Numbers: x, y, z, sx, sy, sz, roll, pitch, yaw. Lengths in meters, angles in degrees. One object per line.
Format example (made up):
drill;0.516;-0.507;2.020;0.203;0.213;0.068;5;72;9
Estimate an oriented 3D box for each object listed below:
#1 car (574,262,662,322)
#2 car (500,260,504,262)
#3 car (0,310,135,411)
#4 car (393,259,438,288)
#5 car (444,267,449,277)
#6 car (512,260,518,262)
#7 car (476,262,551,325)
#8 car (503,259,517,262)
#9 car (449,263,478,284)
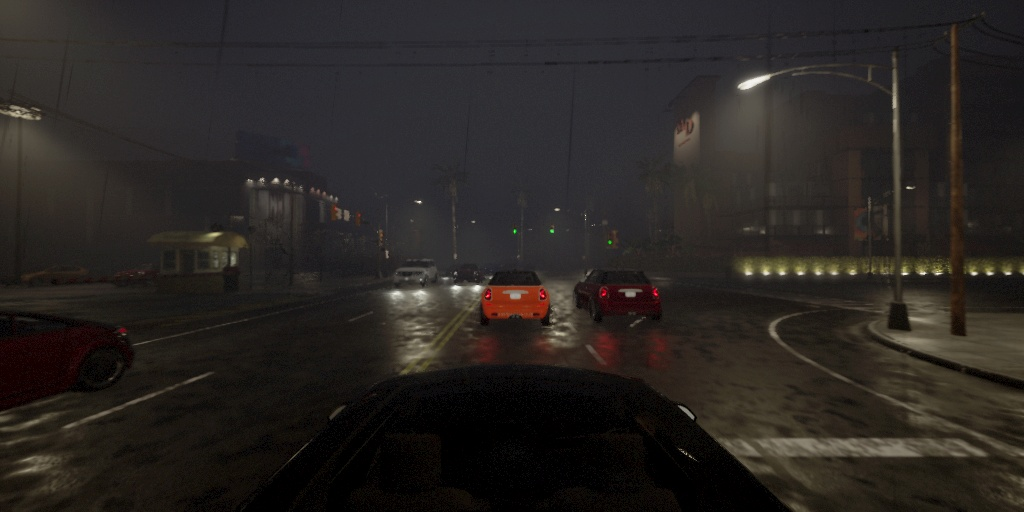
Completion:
car;3.602;1.210;13.010;2.097;1.767;4.553;0;-1;0
car;-2.731;1.638;44.557;1.882;1.535;5.008;0;-1;11
car;-7.099;1.336;4.021;1.994;1.385;4.181;0;-1;0
car;-7.060;1.215;26.884;2.150;2.045;5.566;0;-1;0
car;-6.504;1.643;42.190;1.837;1.490;4.892;0;-1;6
car;2.260;1.823;58.789;1.812;1.442;4.674;0;-1;30
car;0.102;1.205;12.487;2.097;1.767;4.553;0;-1;0
car;-0.782;1.539;60.614;2.150;2.045;5.566;0;-1;30
car;-3.518;1.369;29.607;2.097;1.767;4.553;0;0;1
